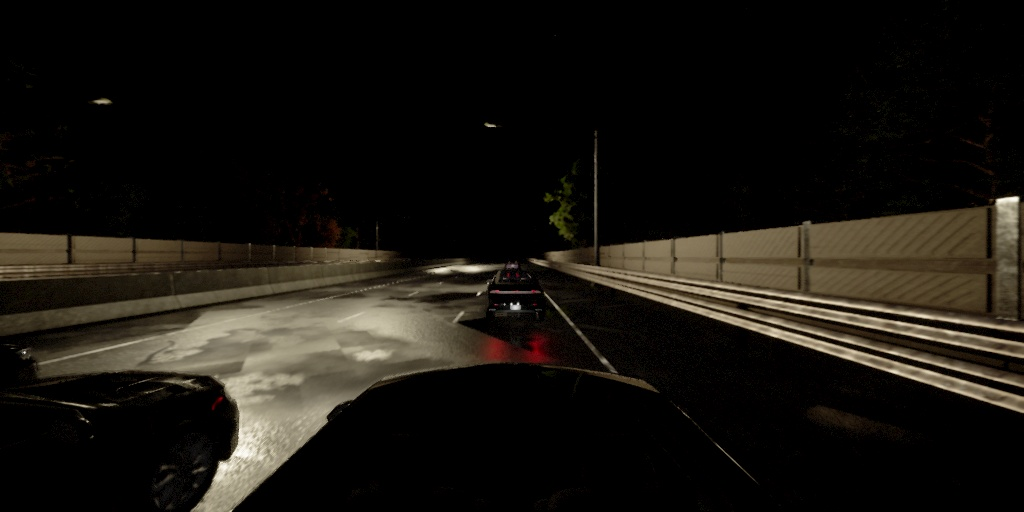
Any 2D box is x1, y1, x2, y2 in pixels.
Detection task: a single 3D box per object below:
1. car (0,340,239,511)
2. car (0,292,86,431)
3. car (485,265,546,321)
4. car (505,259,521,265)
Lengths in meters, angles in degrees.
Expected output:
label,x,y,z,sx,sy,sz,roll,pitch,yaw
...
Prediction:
label,x,y,z,sx,sy,sz,roll,pitch,yaw
car,-3.401,1.255,1.265,1.837,1.490,4.892,0,0,0
car,-6.900,1.242,2.463,2.128,1.511,4.902,0,0,0
car,0.101,1.244,12.569,2.128,1.511,4.902,0,0,0
car,0.104,1.193,44.411,2.033,1.649,4.856,0,0,0
